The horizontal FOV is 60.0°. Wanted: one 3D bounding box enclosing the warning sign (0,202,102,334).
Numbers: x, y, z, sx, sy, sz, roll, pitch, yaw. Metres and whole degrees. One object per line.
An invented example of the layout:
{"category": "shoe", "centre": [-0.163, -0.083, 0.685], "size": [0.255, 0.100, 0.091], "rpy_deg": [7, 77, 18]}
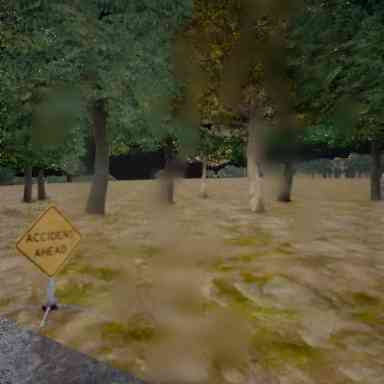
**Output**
{"category": "warning sign", "centre": [-2.399, 1.117, 5.646], "size": [1.060, 1.860, 1.300], "rpy_deg": [0, 0, 35]}
